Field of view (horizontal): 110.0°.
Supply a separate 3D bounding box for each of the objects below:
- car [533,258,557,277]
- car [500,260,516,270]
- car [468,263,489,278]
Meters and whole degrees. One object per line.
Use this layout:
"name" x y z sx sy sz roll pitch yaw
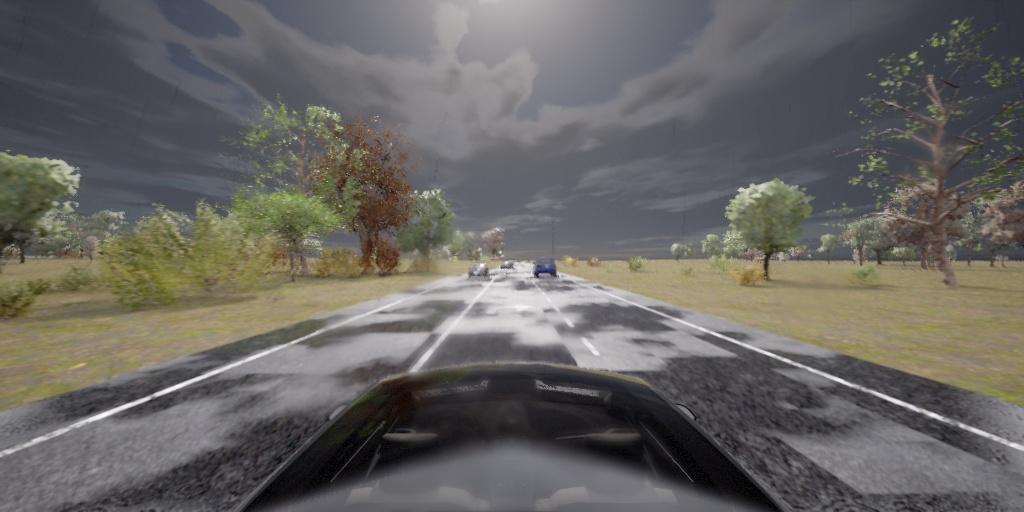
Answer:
"car" 3.508 1.200 38.621 2.150 2.045 5.566 0 0 0
"car" -0.934 1.725 63.387 1.994 1.385 4.181 0 0 7
"car" -3.429 1.508 37.425 2.128 1.511 4.902 0 0 1
